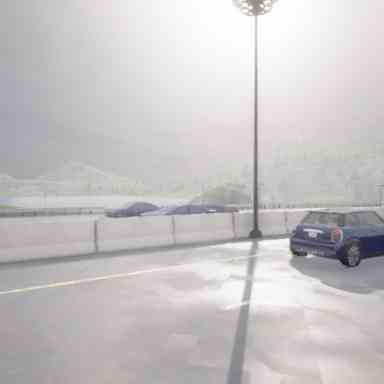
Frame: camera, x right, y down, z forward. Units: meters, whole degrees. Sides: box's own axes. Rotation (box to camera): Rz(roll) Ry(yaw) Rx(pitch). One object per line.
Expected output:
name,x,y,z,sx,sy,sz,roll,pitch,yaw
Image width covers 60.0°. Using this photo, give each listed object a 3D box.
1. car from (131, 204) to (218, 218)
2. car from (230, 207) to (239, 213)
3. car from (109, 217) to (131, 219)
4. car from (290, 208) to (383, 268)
car,-0.800,1.439,20.055,5.008,1.535,1.882,0,0,-31
car,1.130,1.502,25.347,5.357,1.411,2.033,0,0,-30
car,-4.445,1.472,26.031,4.674,1.442,1.812,0,0,-31
car,5.527,1.337,11.390,4.553,1.767,2.097,0,0,-32
